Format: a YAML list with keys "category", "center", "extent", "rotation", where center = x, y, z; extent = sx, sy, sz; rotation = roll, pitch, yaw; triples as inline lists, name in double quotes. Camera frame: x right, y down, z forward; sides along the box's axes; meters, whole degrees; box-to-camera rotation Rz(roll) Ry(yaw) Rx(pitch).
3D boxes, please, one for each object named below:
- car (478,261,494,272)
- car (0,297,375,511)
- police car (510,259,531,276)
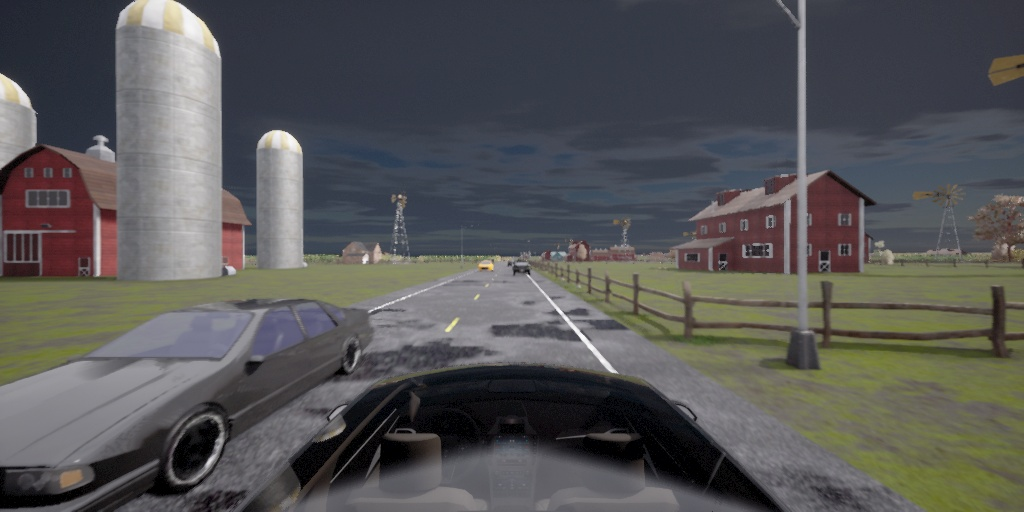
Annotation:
- category: "car"
  center: [-3.555, 1.398, 49.508]
  extent: [1.882, 1.535, 5.008]
  rotation: [0, -1, 0]
- category: "car"
  center: [-3.601, 1.306, 4.758]
  extent: [2.033, 1.411, 5.357]
  rotation: [0, 0, 0]
- category: "police car"
  center: [1.058, 1.304, 40.131]
  extent: [1.930, 1.638, 5.238]
  rotation: [0, 0, 0]
